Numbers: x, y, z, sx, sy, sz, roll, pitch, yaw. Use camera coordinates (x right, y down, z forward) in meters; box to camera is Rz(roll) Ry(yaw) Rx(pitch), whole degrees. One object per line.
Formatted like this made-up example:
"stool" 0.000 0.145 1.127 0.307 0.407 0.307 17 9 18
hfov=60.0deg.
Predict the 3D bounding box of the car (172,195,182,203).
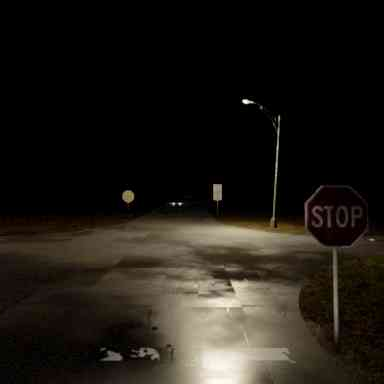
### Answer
"car" -2.890 1.330 65.470 2.033 1.411 5.357 0 0 0

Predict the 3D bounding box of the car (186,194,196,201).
"car" -0.153 1.205 71.316 1.994 1.385 4.181 0 0 0

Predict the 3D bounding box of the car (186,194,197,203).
"car" -0.132 1.370 61.262 1.994 1.385 4.181 0 0 0
